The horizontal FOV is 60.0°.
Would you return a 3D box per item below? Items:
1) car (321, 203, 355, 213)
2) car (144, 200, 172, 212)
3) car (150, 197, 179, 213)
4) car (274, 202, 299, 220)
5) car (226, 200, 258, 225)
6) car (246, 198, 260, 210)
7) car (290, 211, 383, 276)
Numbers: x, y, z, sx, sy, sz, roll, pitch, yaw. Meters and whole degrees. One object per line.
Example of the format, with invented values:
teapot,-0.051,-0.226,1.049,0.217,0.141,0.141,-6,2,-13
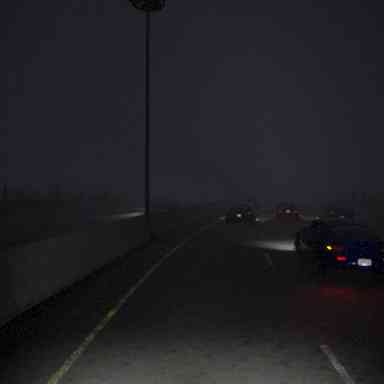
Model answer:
car,10.880,1.555,24.993,1.812,1.442,4.674,0,0,13
car,-3.953,1.604,39.475,1.895,1.301,4.718,0,0,13
car,-2.492,1.495,30.266,2.128,1.511,4.902,0,0,13
car,7.991,1.572,28.144,2.033,1.411,5.357,0,0,13
car,3.642,1.579,24.610,1.994,1.385,4.181,0,0,12
car,7.623,1.531,42.206,2.163,1.488,4.792,0,0,13
car,4.467,1.538,10.336,1.812,1.442,4.674,0,0,7
